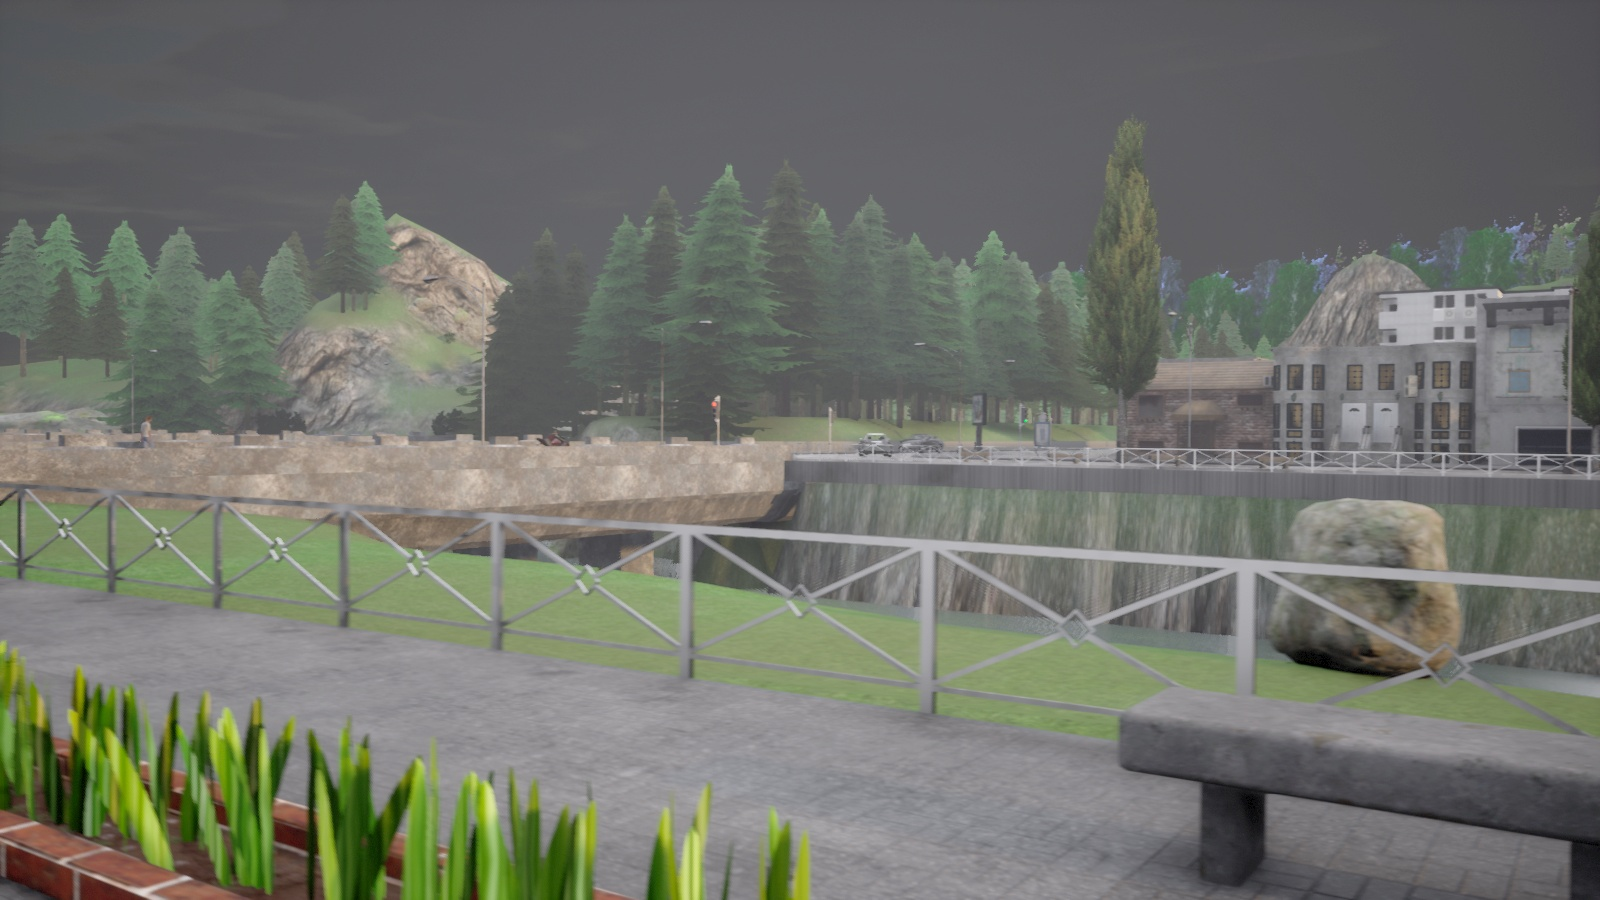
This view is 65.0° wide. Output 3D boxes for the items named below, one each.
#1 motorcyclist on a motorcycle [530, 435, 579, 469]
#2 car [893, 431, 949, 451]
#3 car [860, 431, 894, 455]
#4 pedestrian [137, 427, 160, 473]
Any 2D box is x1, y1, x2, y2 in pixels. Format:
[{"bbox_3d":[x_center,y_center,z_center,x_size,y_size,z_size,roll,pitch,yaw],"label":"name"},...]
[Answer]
[{"bbox_3d":[-11.181,0.086,57.304,0.866,1.530,2.191,0,1,34],"label":"motorcyclist on a motorcycle"},{"bbox_3d":[9.210,-0.695,95.224,2.128,1.511,4.902,0,1,33],"label":"car"},{"bbox_3d":[4.873,-0.441,80.032,1.970,1.475,3.806,-1,1,1],"label":"car"},{"bbox_3d":[-25.949,-0.006,50.038,0.354,1.836,0.706,0,1,35],"label":"pedestrian"}]
